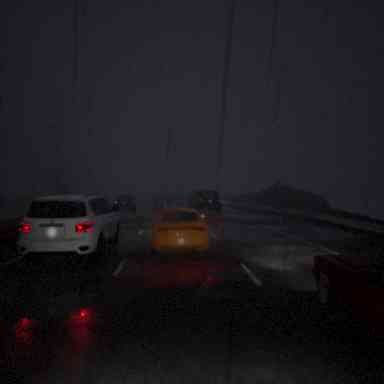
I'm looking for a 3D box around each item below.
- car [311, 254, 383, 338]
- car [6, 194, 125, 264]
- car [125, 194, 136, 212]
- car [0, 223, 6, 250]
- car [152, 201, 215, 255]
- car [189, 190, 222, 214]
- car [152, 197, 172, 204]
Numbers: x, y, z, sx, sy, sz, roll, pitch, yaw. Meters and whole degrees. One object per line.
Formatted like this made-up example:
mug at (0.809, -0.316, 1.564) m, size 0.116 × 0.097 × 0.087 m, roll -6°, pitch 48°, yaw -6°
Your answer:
car at (3.442, 1.526, 4.803) m, size 1.895 × 1.301 × 4.718 m, roll 0°, pitch 1°, yaw -1°
car at (-3.880, 1.089, 11.483) m, size 2.150 × 2.045 × 5.566 m, roll 0°, pitch 1°, yaw -4°
car at (-6.458, 0.970, 32.089) m, size 2.097 × 1.767 × 4.553 m, roll 0°, pitch 1°, yaw -10°
car at (-7.356, 1.488, 10.974) m, size 1.895 × 1.301 × 4.718 m, roll 0°, pitch 1°, yaw -4°
car at (-0.487, 1.318, 12.683) m, size 1.882 × 1.535 × 5.008 m, roll 0°, pitch 1°, yaw -4°
car at (1.085, 0.844, 29.530) m, size 2.150 × 2.045 × 5.566 m, roll 0°, pitch 1°, yaw -9°
car at (-2.650, 1.167, 30.871) m, size 2.033 × 1.411 × 5.357 m, roll 0°, pitch 1°, yaw -10°
